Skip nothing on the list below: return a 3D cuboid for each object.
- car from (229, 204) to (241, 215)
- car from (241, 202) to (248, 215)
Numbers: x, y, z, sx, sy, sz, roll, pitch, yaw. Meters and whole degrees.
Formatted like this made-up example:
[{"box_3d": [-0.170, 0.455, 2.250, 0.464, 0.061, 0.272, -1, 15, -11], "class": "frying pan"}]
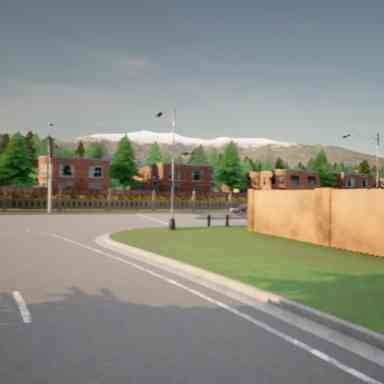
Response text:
[{"box_3d": [6.818, 1.994, 39.972, 4.902, 1.511, 2.128, 1, -1, -23], "class": "car"}, {"box_3d": [8.230, 2.024, 36.770, 4.674, 1.442, 1.812, 1, -1, -23], "class": "car"}]
